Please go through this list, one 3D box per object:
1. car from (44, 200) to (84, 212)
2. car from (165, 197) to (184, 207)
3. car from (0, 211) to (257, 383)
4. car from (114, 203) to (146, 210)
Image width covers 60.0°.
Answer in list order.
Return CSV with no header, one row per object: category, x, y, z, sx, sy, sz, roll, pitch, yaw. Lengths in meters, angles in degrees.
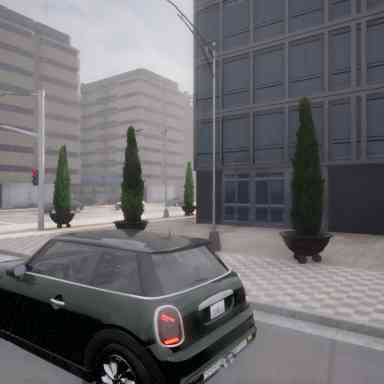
car,-14.062,1.560,35.955,1.837,1.490,4.892,0,0,35
car,-2.220,1.560,52.716,1.837,1.490,4.892,0,0,35
car,-1.439,1.352,5.018,4.553,1.767,2.097,0,0,35
car,-8.168,1.581,44.296,1.812,1.442,4.674,0,0,35
